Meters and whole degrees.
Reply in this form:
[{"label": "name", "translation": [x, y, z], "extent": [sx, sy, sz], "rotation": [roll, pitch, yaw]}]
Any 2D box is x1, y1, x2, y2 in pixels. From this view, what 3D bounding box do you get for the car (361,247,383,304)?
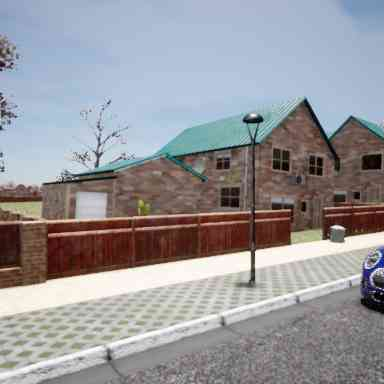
[{"label": "car", "translation": [5.581, 1.360, 7.065], "extent": [4.553, 1.767, 2.097], "rotation": [0, 0, -36]}]
